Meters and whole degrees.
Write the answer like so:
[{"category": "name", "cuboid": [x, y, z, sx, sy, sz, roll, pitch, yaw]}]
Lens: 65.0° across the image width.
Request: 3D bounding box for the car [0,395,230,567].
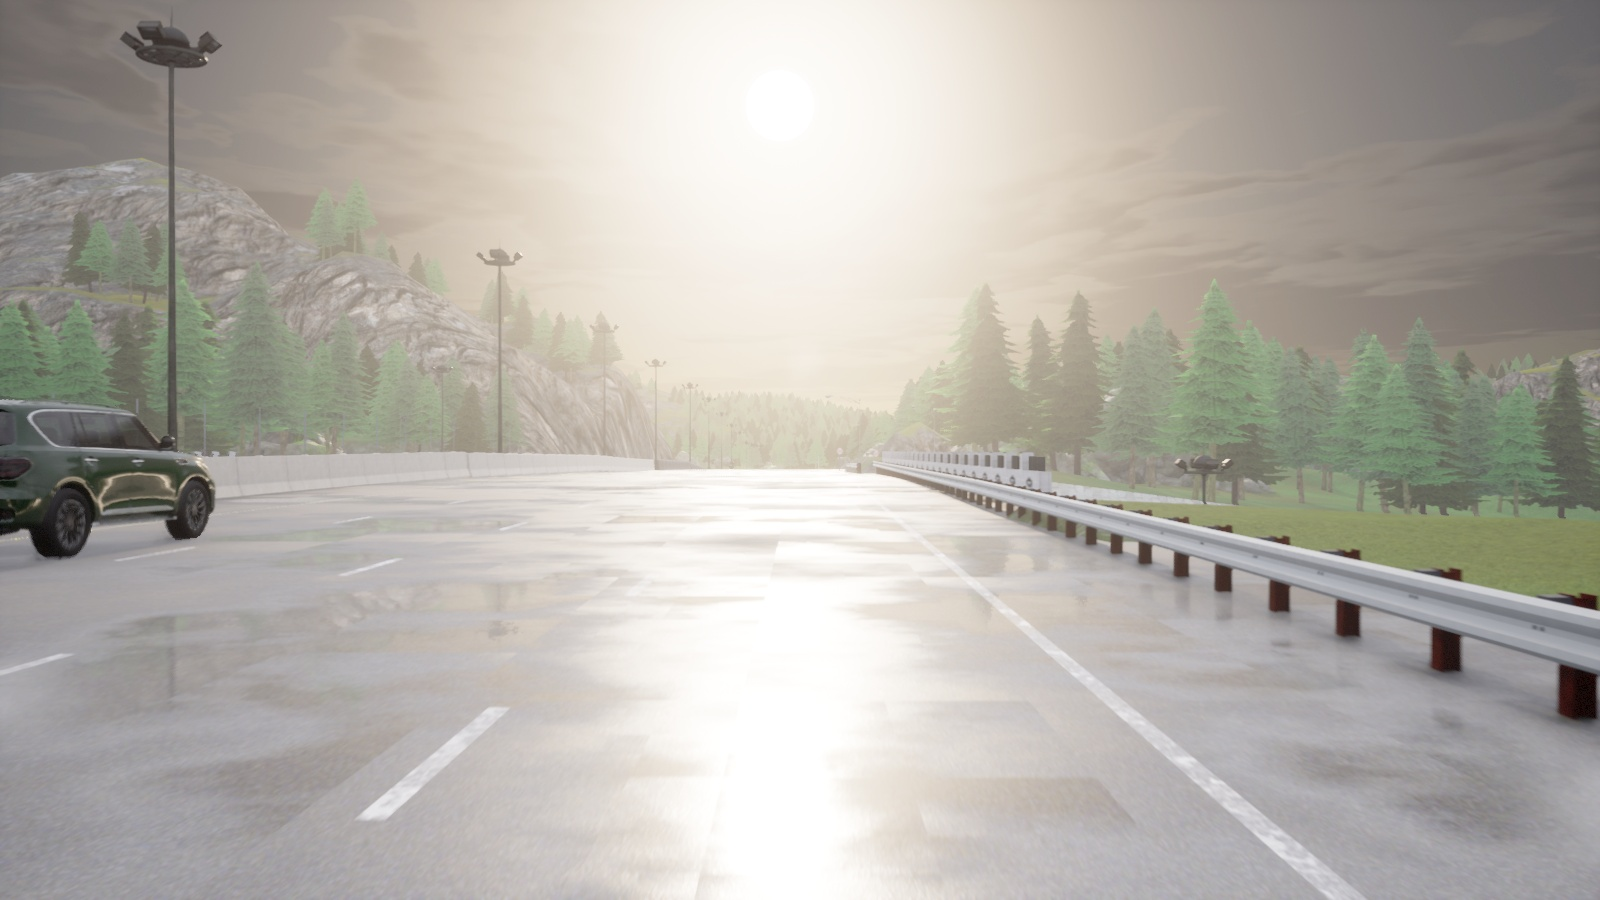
[{"category": "car", "cuboid": [-10.385, 0.347, 17.681, 2.150, 2.045, 5.566, 0, 0, 0]}]
